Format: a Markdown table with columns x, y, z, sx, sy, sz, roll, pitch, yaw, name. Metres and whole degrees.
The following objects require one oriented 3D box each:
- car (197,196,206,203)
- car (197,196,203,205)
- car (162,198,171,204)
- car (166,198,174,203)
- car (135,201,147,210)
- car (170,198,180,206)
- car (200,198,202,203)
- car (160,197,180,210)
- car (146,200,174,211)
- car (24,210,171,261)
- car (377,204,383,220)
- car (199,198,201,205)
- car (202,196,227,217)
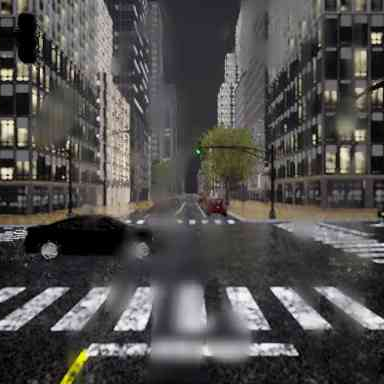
| x | y | z | sx | sy | sz | roll | pitch | yaw | name |
| --- | --- | --- | --- | --- | --- | --- | --- | --- | --- |
| 2.324 | 1.963 | 85.720 | 2.192 | 1.841 | 5.009 | 0 | 0 | 0 | car |
| 2.368 | 1.883 | 74.440 | 2.192 | 1.841 | 5.009 | 0 | 0 | 0 | car |
| -6.032 | 2.133 | 79.857 | 1.752 | 1.417 | 4.829 | 0 | 0 | 0 | car |
| -6.076 | 2.270 | 91.302 | 1.802 | 1.307 | 4.206 | 0 | 0 | 0 | car |
| -5.879 | 1.841 | 40.390 | 1.752 | 1.417 | 4.829 | 0 | 0 | 0 | car |
| -3.294 | 2.041 | 66.296 | 1.812 | 1.442 | 4.674 | 0 | 0 | 0 | car |
| 2.479 | 1.887 | 46.407 | 1.752 | 1.417 | 4.829 | 0 | 0 | 0 | car |
| -3.305 | 1.936 | 50.032 | 2.033 | 1.411 | 5.357 | 0 | 0 | 0 | car |
| -3.257 | 1.838 | 34.963 | 1.994 | 1.385 | 4.181 | 0 | 0 | 0 | car |
| -3.382 | 1.580 | 12.130 | 5.008 | 1.535 | 1.882 | 0 | 0 | -1 | car |
| 15.580 | 1.088 | 22.384 | 5.566 | 2.045 | 2.150 | -1 | 0 | -1 | car |
| 2.458 | 1.984 | 51.877 | 1.802 | 1.307 | 4.206 | 0 | 0 | 0 | car |
| 2.522 | 1.589 | 34.958 | 2.192 | 1.841 | 5.009 | 0 | 0 | 0 | car |
